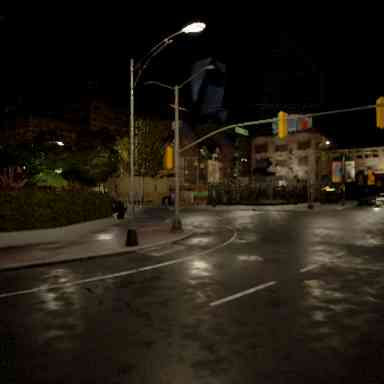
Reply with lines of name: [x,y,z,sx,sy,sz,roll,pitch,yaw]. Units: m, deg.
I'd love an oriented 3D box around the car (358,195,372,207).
car: [27.064,1.488,51.698,2.097,1.535,5.008,0,0,35]

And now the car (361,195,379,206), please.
car: [30.625,1.360,57.048,2.185,1.767,4.553,0,0,35]

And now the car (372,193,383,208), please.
car: [27.989,1.215,48.053,2.150,2.045,5.566,0,0,35]

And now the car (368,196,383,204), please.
car: [36.818,1.482,65.866,2.231,1.521,4.892,0,0,45]

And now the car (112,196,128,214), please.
car: [-9.339,1.343,35.345,5.566,2.045,2.150,0,0,35]
